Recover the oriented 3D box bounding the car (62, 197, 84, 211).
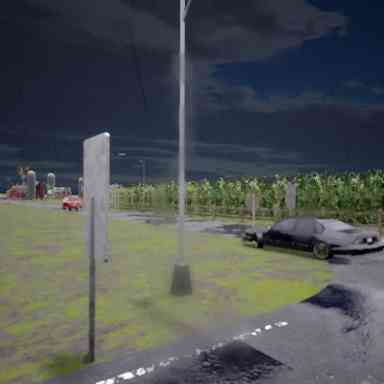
[{"bbox_3d":[-18.074,1.749,50.540,2.150,2.045,5.566,1,-1,-34],"label":"car"}]

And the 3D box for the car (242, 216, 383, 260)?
[{"bbox_3d":[4.392,1.647,12.959,2.033,1.411,5.357,0,-1,-34],"label":"car"}]
